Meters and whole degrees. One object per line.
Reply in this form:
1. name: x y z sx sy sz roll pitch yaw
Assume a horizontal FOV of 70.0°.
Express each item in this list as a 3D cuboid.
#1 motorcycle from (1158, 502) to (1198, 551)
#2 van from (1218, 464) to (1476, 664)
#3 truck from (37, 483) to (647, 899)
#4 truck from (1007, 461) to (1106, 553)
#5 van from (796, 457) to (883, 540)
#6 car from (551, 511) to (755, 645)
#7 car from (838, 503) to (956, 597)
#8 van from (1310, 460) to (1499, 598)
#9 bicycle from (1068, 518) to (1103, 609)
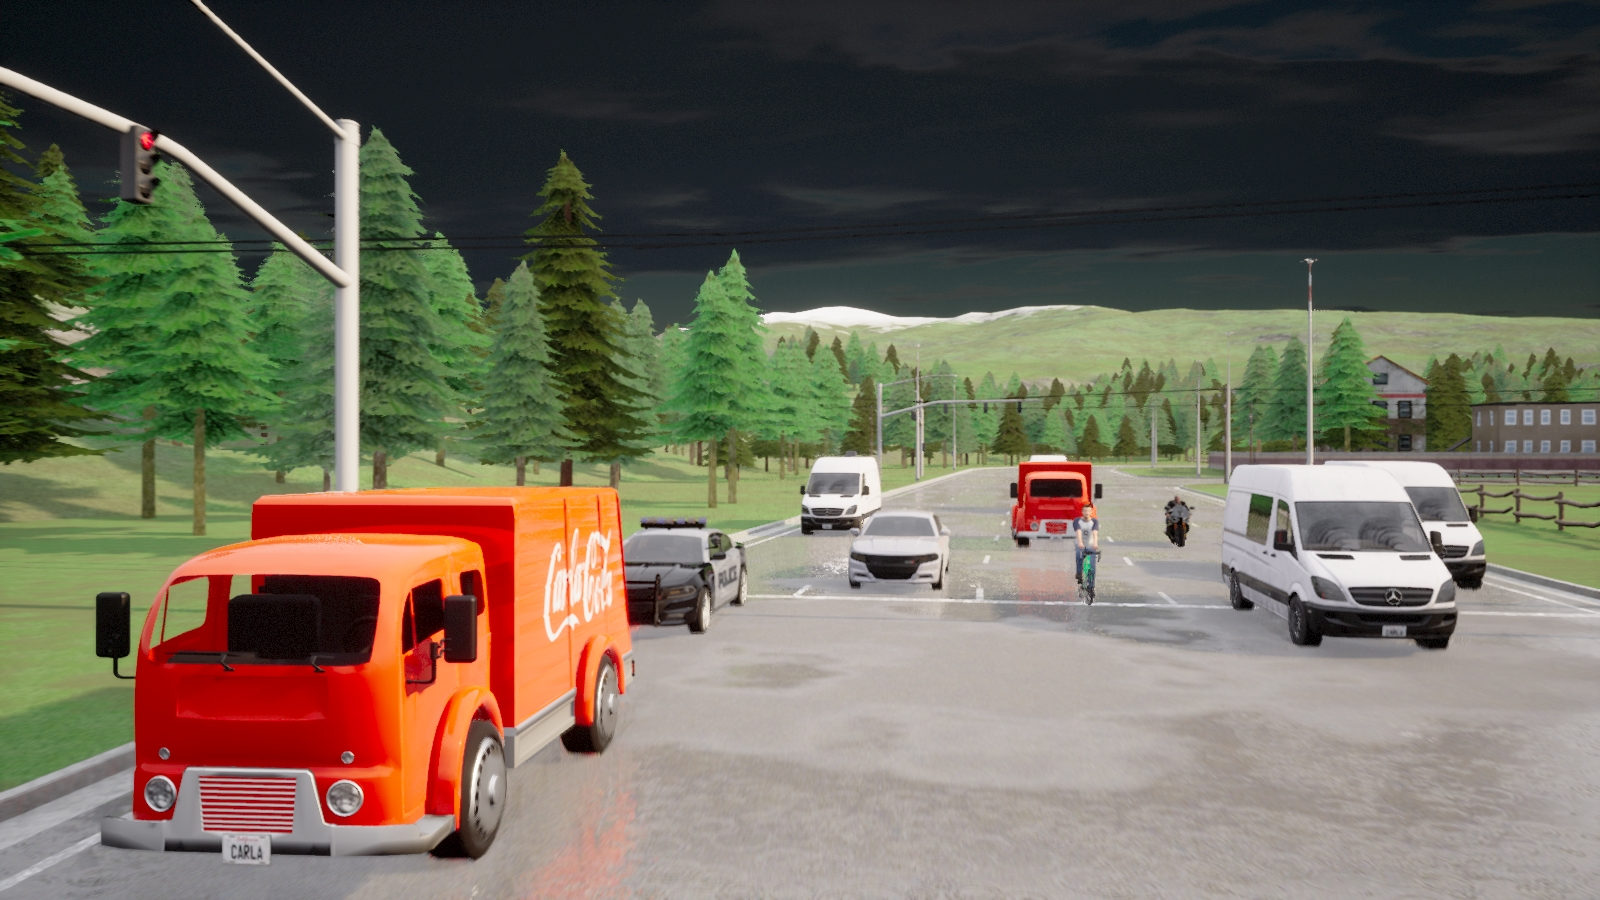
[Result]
1. motorcycle: 11.015 2.205 33.366 0.867 1.251 2.209 0 0 12
2. van: 8.320 1.535 18.099 1.988 2.561 5.915 0 0 8
3. truck: -3.102 1.569 9.406 2.627 2.467 5.204 0 0 4
4. truck: 7.507 1.569 33.706 2.627 2.467 5.204 0 0 12
5. van: 1.460 1.531 38.973 1.988 2.561 5.915 0 0 12
6. car: -2.241 1.980 19.137 2.097 1.638 5.238 0 0 8
7. car: 2.197 2.032 24.426 2.097 1.535 5.006 0 0 10
8. van: 12.925 1.536 24.908 1.988 2.561 5.915 0 0 11
9. bicycle: 5.238 2.055 21.020 0.373 1.496 1.643 2 1 6
